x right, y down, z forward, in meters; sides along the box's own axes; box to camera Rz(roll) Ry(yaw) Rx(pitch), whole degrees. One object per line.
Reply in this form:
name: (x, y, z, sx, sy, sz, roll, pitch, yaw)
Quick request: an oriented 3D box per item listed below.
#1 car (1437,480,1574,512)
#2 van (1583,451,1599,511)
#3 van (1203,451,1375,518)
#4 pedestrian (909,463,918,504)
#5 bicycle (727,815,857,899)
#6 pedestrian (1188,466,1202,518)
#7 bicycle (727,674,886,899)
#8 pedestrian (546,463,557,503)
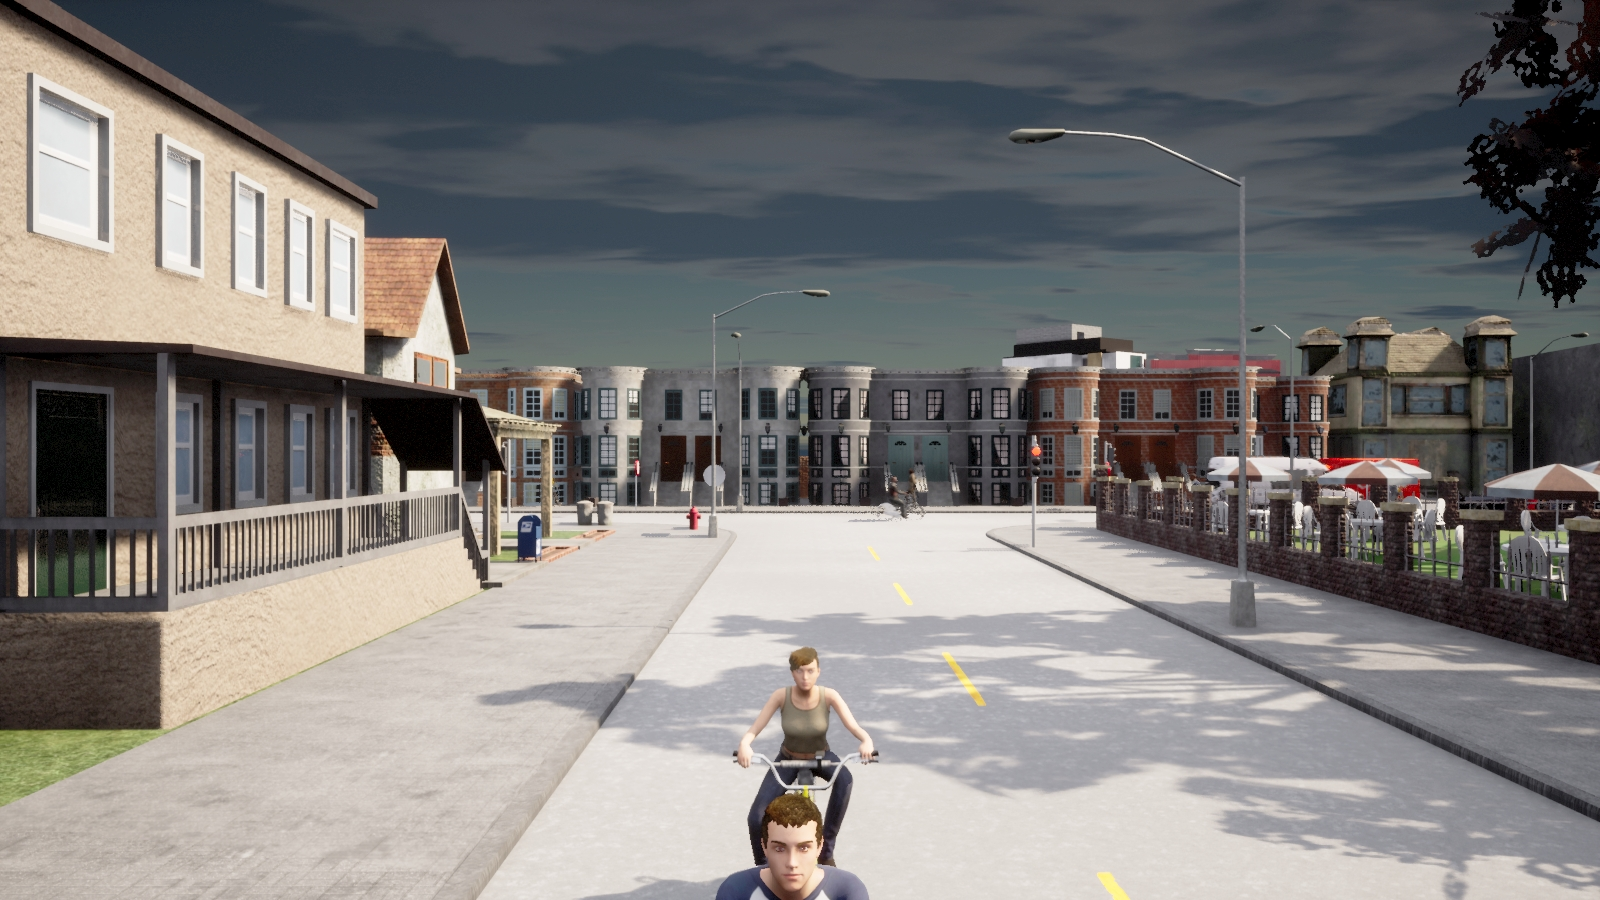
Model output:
car: (30.125, 1.955, 48.889, 4.718, 1.301, 1.895, 0, 0, 0)
van: (37.194, 1.334, 48.909, 5.915, 2.561, 1.988, 0, 0, 1)
van: (19.124, 1.333, 44.877, 5.915, 2.561, 1.988, 0, 0, 0)
pedestrian: (5.201, 1.548, 52.307, 0.375, 1.860, 0.375, 0, 0, 14)
bicycle: (-0.022, 1.938, 3.212, 0.373, 1.296, 1.643, 0, 0, 0)
pedestrian: (14.394, 1.533, 41.621, 0.375, 1.860, 0.375, 0, 0, 4)
bicycle: (0.033, 2.040, 6.906, 0.859, 1.080, 1.487, 0, 0, 0)
pedestrian: (-11.604, 1.546, 53.325, 0.375, 1.860, 0.375, 0, 0, 8)
